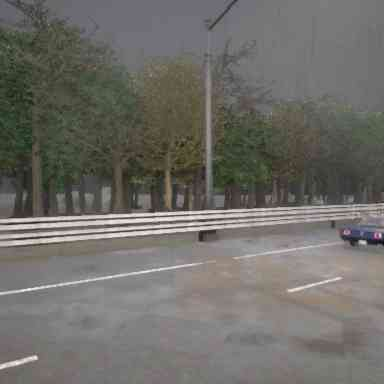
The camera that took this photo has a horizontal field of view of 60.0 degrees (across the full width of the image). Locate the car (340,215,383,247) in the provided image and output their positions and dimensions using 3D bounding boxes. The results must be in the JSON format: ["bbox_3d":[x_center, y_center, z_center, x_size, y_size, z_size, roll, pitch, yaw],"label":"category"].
[{"bbox_3d":[8.291,1.607,13.751,4.718,1.301,1.895,0,0,-33],"label":"car"}]
